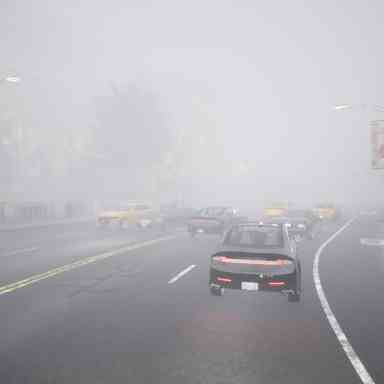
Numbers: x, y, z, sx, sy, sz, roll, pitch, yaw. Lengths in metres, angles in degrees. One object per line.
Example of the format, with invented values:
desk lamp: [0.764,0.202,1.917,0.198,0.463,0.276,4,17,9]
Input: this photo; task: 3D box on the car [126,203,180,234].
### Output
car: [-1.311,1.493,19.605,2.128,1.511,4.902,0,0,30]

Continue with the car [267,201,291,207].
car: [7.569,1.478,27.834,1.882,1.535,5.008,0,0,30]

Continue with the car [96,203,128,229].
car: [-4.037,1.481,21.908,1.882,1.535,5.008,0,0,30]

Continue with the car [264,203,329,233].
car: [5.559,1.547,17.320,2.033,1.411,5.357,0,0,29]

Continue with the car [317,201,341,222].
car: [10.584,1.456,26.274,1.801,1.575,5.366,0,0,30]

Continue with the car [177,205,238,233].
car: [1.473,1.492,16.831,2.128,1.511,4.902,0,0,26]

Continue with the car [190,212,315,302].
car: [1.695,1.492,8.368,2.128,1.511,4.902,0,0,15]
